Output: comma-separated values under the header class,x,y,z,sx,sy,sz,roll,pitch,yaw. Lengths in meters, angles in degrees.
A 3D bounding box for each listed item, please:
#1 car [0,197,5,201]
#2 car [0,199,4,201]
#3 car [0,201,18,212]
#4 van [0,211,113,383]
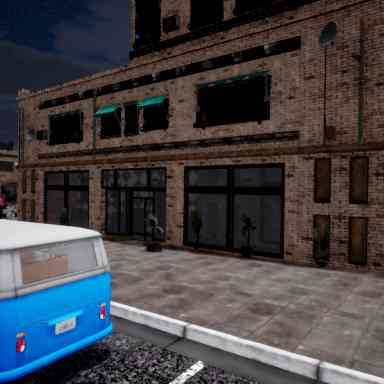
class,x,y,z,sx,sy,sz,roll,pitch,yaw
car,-22.873,1.411,36.230,2.192,1.841,5.009,0,0,36
car,-21.783,1.684,33.348,1.994,1.385,4.181,1,0,36
car,-16.121,1.793,31.270,1.947,1.339,4.313,0,0,36
van,-2.995,1.340,4.998,3.998,1.788,1.690,0,1,36
